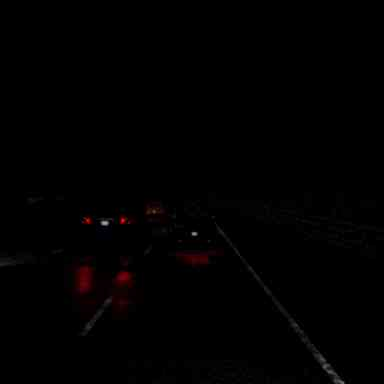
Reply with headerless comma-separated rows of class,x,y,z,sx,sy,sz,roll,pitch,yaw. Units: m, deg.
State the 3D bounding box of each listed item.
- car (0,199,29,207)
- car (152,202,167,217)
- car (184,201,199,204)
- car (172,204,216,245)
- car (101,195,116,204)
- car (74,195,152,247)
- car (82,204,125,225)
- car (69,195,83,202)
car,-17.731,1.559,32.628,2.097,1.767,4.553,0,0,-1
car,-3.564,1.695,33.494,1.882,1.535,5.008,0,0,-1
car,-0.063,1.697,33.486,1.882,1.535,5.008,0,0,-1
car,0.099,1.577,16.100,1.882,1.535,5.008,0,0,0
car,-18.629,1.611,74.397,2.150,2.045,5.566,0,0,-1
car,-3.408,1.318,15.602,2.150,2.045,5.566,0,0,0
car,-6.949,1.719,26.777,2.033,1.411,5.357,0,0,-1
car,-25.627,1.607,74.228,2.150,2.045,5.566,0,0,-1
